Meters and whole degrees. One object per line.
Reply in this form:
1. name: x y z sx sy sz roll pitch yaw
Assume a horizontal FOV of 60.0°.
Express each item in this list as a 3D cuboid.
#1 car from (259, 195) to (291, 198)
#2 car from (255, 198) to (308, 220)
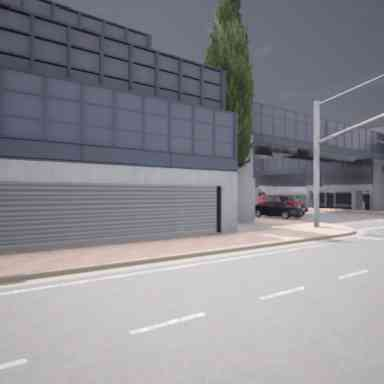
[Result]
1. car: 9.057 1.334 33.940 2.150 2.045 5.566 0 0 -35
2. car: 7.620 1.576 29.978 1.882 1.535 5.008 0 0 -37
